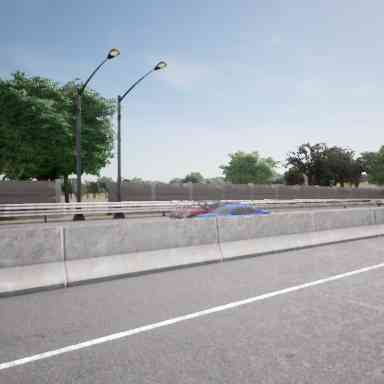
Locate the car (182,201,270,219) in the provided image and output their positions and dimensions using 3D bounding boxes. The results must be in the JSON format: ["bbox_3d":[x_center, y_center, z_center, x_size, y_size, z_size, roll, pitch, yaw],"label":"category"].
[{"bbox_3d":[2.207,1.470,18.479,5.008,1.535,1.882,0,0,-36],"label":"car"}]

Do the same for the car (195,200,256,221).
[{"bbox_3d":[2.836,1.473,27.534,5.008,1.535,1.882,0,0,-36],"label":"car"}]

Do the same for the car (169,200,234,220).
[{"bbox_3d":[0.738,1.344,21.731,4.553,1.767,2.097,0,0,-36],"label":"car"}]
